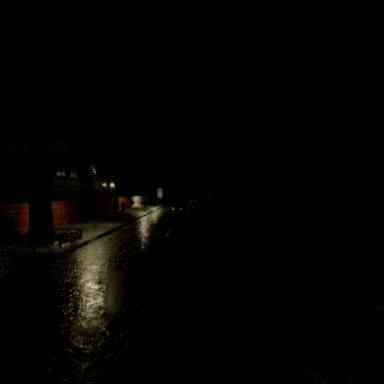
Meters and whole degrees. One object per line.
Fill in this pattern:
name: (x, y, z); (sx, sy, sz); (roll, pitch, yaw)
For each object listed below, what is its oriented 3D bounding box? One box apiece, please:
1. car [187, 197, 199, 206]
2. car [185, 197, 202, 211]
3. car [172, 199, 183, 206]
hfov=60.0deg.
car: (0.167, 1.710, 59.563); (2.128, 1.511, 4.902); (0, 0, 0)
car: (0.149, 1.679, 42.383); (1.812, 1.442, 4.674); (0, 0, 0)
car: (-2.677, 1.882, 61.393); (1.895, 1.301, 4.718); (0, 0, 0)
